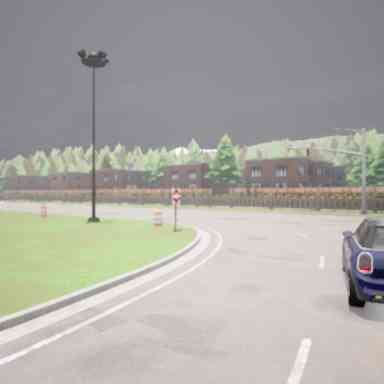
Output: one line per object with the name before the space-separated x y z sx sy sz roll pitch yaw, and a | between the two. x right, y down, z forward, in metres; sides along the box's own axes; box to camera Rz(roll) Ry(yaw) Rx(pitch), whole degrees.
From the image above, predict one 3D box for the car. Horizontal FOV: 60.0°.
car | 4.667 1.356 7.654 2.097 1.767 4.553 0 0 23
